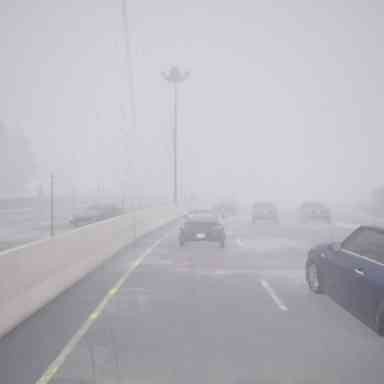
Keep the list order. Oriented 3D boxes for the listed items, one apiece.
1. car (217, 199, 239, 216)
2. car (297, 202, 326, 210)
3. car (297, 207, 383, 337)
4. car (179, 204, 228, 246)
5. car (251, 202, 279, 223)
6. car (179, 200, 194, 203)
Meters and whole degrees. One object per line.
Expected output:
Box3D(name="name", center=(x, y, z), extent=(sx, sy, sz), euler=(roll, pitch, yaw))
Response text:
Box3D(name="car", center=(3.252, 1.371, 30.873), extent=(1.812, 1.442, 4.674), euler=(0, 0, 14))
Box3D(name="car", center=(8.909, 1.425, 24.509), extent=(2.033, 1.411, 5.357), euler=(0, 0, 12))
Box3D(name="car", center=(3.631, 1.323, 5.748), extent=(2.097, 1.767, 4.553), euler=(0, 0, 1))
Box3D(name="car", center=(0.516, 1.452, 14.702), extent=(1.812, 1.442, 4.674), euler=(0, 0, 4))
Box3D(name="car", center=(5.307, 1.426, 24.275), extent=(2.033, 1.411, 5.357), euler=(0, 0, 11))
Box3D(name="car", center=(-0.120, 1.300, 52.819), extent=(1.812, 1.442, 4.674), euler=(0, 0, 26))
